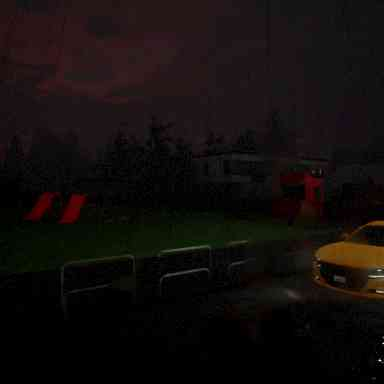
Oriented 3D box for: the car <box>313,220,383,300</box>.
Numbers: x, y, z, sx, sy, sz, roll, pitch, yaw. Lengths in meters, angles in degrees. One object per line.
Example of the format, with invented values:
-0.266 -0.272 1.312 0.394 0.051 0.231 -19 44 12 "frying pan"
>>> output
4.986 1.448 8.090 5.008 1.535 1.882 -1 0 -35 "car"
